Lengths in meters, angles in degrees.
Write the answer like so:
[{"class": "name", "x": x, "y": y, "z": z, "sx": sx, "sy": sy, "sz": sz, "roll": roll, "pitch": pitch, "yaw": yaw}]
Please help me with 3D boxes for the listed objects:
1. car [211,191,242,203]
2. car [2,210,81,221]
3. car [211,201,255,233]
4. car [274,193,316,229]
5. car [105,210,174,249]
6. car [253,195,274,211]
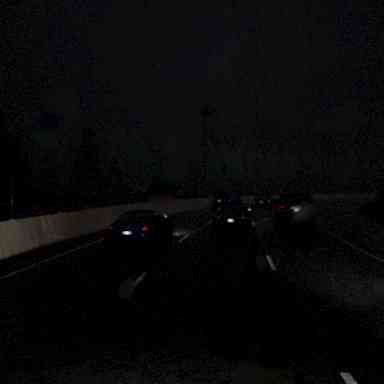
[{"class": "car", "x": 3.660, "y": 0.942, "z": 34.821, "sx": 2.150, "sy": 2.045, "sz": 5.566, "roll": 0, "pitch": 1, "yaw": 22}, {"class": "car", "x": -8.379, "y": 1.333, "z": 19.566, "sx": 2.128, "sy": 1.511, "sz": 4.902, "roll": 0, "pitch": 0, "yaw": 12}, {"class": "car", "x": 2.375, "y": 1.411, "z": 18.811, "sx": 1.994, "sy": 1.385, "sz": 4.181, "roll": 0, "pitch": 0, "yaw": 12}, {"class": "car", "x": 6.374, "y": 1.055, "z": 20.712, "sx": 2.150, "sy": 2.045, "sz": 5.566, "roll": 0, "pitch": 1, "yaw": 14}, {"class": "car", "x": -2.063, "y": 1.449, "z": 14.116, "sx": 1.994, "sy": 1.385, "sz": 4.181, "roll": 0, "pitch": 0, "yaw": 9}, {"class": "car", "x": 7.871, "y": 1.064, "z": 35.710, "sx": 2.097, "sy": 1.767, "sz": 4.553, "roll": 0, "pitch": 1, "yaw": 23}]
